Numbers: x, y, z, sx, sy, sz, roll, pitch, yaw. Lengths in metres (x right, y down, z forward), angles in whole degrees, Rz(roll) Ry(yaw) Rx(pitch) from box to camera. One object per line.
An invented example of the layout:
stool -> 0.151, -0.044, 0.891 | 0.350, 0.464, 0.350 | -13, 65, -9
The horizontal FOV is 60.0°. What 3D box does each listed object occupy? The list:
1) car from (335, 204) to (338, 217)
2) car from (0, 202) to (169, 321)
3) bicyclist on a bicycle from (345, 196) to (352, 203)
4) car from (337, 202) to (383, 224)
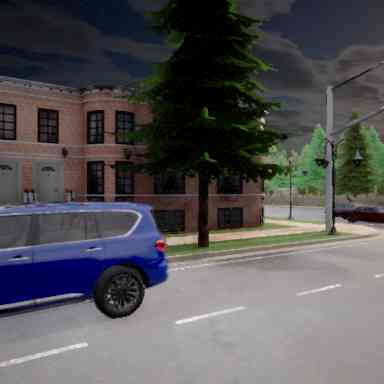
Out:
car -> 13.732, 1.558, 28.261 | 1.994, 1.385, 4.181 | 0, 0, -31
car -> -3.092, 1.221, 5.933 | 5.566, 2.045, 2.150 | 0, 0, -33
bicyclist on a bicycle -> 19.144, 1.292, 40.638 | 1.656, 1.620, 0.582 | 0, 0, -31
car -> 12.650, 1.596, 22.573 | 1.895, 1.301, 4.718 | 0, 0, -24
